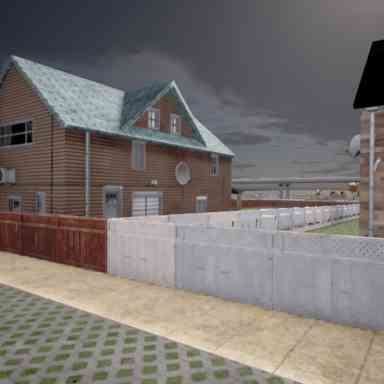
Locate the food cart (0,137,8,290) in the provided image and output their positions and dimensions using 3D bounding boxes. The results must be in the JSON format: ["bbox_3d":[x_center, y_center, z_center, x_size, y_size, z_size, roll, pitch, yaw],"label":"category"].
[{"bbox_3d":[-6.932,0.462,8.266,4.660,3.560,2.280,1,0,36],"label":"food cart"}]
